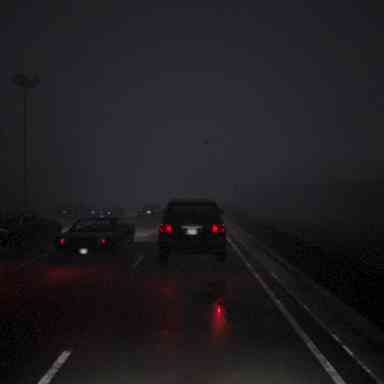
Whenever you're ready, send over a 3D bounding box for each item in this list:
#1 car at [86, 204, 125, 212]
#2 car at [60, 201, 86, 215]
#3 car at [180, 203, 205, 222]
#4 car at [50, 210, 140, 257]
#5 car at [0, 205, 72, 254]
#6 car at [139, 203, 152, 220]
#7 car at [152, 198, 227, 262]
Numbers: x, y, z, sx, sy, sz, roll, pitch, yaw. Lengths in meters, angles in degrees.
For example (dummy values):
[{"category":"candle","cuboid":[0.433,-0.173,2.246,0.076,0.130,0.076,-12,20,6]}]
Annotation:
[{"category":"car","cuboid":[-6.962,1.625,27.907,1.895,1.301,4.718,0,0,1]},{"category":"car","cuboid":[-10.448,1.503,29.703,1.882,1.535,5.008,0,0,0]},{"category":"car","cuboid":[0.038,1.625,27.898,1.895,1.301,4.718,0,0,1]},{"category":"car","cuboid":[-3.461,1.612,12.902,1.895,1.301,4.718,0,0,1]},{"category":"car","cuboid":[-6.956,1.504,13.514,2.128,1.511,4.902,0,0,1]},{"category":"car","cuboid":[-3.455,1.590,28.762,1.994,1.385,4.181,0,0,0]},{"category":"car","cuboid":[0.033,1.234,12.335,2.150,2.045,5.566,0,0,1]}]
